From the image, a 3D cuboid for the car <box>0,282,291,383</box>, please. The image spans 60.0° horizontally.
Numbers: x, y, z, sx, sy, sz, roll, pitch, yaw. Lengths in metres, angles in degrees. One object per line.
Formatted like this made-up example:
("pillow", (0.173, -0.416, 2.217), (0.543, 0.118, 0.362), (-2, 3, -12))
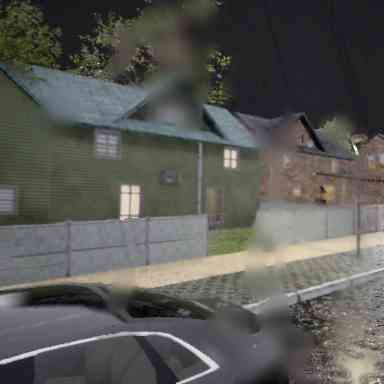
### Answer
("car", (-1.456, 1.507, 2.031), (4.892, 1.490, 1.837), (0, 0, -35))
